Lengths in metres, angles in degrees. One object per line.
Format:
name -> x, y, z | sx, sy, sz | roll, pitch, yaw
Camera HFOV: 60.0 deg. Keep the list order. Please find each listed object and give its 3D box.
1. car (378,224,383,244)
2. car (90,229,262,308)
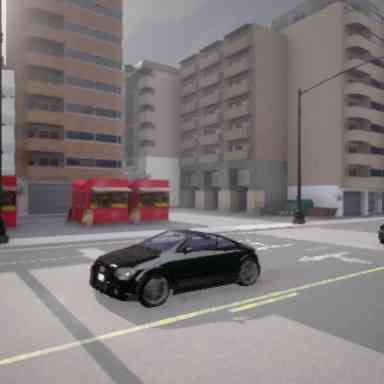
car -> 10.988, 1.761, 16.181 | 5.008, 1.535, 1.882 | 1, -1, -36
car -> -0.269, 1.625, 8.104 | 4.181, 1.385, 1.994 | 1, -1, -36
